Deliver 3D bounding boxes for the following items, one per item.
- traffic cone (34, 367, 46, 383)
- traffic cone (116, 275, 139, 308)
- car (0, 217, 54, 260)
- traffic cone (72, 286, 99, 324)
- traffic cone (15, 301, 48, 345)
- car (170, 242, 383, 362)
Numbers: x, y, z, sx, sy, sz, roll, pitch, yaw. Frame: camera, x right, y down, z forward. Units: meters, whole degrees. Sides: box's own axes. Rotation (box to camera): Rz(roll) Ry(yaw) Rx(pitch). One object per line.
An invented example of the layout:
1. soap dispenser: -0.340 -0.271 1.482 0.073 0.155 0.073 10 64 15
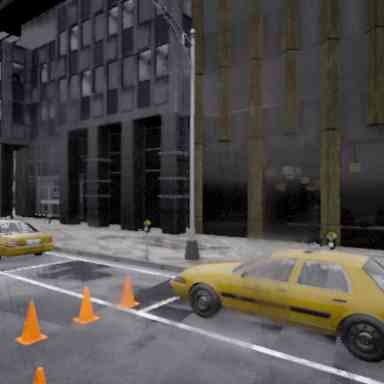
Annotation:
1. traffic cone: -1.451 1.973 3.171 0.340 0.580 0.340 0 0 36
2. traffic cone: -1.311 1.995 6.774 0.340 0.580 0.340 0 0 36
3. car: -7.002 1.585 12.178 4.829 1.417 1.752 0 0 36
4. traffic cone: -1.898 1.989 5.964 0.340 0.580 0.340 0 0 36
5. traffic cone: -2.485 1.983 5.154 0.340 0.580 0.340 0 0 36
6. car: 1.806 1.566 5.799 4.829 1.417 1.752 0 0 36
